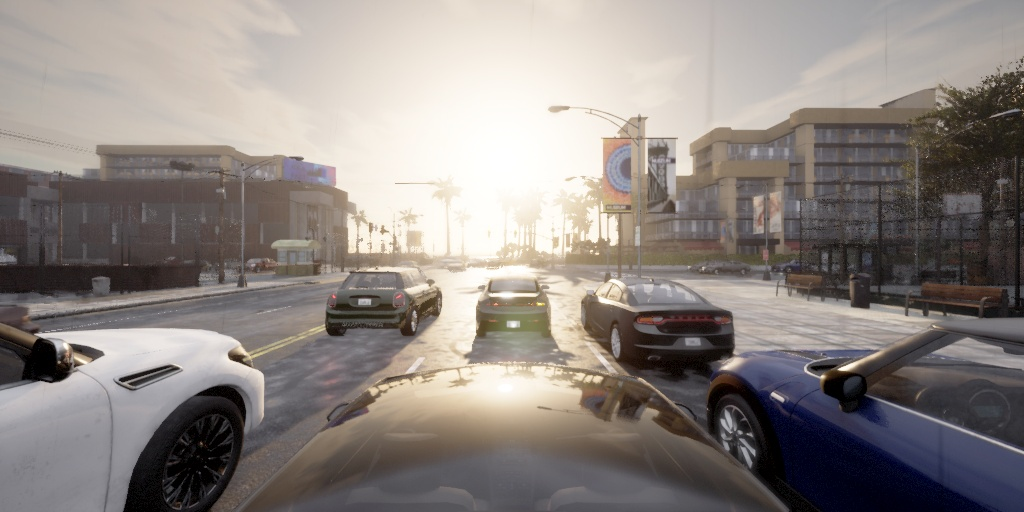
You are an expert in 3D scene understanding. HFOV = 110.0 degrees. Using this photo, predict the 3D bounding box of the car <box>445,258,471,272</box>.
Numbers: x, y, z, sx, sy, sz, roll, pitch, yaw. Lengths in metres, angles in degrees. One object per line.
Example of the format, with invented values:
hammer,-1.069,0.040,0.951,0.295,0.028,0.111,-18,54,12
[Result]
car,-7.113,1.297,46.826,2.033,1.411,5.357,0,0,1

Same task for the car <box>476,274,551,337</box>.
car,0.046,1.255,10.322,1.837,1.490,4.892,0,0,0

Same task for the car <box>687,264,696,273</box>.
car,23.410,1.241,42.508,4.902,1.511,2.128,0,0,-1

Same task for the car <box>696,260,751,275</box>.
car,23.258,1.241,39.006,4.902,1.511,2.128,0,0,-1

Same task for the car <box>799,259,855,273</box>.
car,34.645,1.275,39.107,4.674,1.442,1.812,0,0,0

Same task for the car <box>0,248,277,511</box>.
car,-3.400,0.971,0.973,2.150,2.045,5.566,0,0,0

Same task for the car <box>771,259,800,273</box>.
car,33.508,1.101,42.598,4.553,1.767,2.097,0,0,0

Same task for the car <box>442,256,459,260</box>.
car,-10.078,0.971,58.757,2.150,2.045,5.566,0,0,8

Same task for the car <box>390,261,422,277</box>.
car,-10.645,1.255,36.337,1.837,1.490,4.892,0,0,0

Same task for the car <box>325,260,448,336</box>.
car,-3.453,1.102,10.564,2.097,1.767,4.553,0,0,0

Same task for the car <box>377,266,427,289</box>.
car,-7.138,1.350,23.824,1.895,1.301,4.718,0,0,0

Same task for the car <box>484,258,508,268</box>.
car,-2.700,1.240,60.110,2.128,1.511,4.902,0,0,11

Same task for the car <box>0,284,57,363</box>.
car,-10.605,1.297,4.881,2.033,1.411,5.357,0,0,0

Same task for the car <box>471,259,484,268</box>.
car,-6.150,1.275,61.126,1.812,1.442,4.674,0,0,12
